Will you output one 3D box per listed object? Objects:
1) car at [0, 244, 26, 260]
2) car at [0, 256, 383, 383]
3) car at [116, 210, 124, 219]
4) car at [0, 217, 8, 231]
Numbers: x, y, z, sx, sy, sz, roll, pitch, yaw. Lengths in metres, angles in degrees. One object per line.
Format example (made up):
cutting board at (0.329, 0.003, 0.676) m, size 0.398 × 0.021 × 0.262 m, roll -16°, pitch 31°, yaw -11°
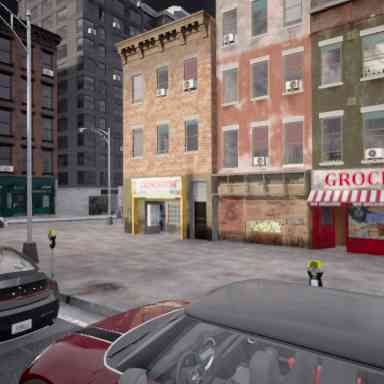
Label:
car at (-4.037, 1.553, 5.690) m, size 4.403 × 1.369 × 2.008 m, roll 0°, pitch 0°, yaw 35°
car at (0.447, 1.440, 2.499) m, size 4.097 × 1.590 × 1.967 m, roll 0°, pitch 0°, yaw 35°
car at (-6.085, 2.228, 35.594) m, size 1.994 × 1.385 × 4.181 m, roll -1°, pitch -2°, yaw 36°
car at (-13.647, 1.739, 20.023) m, size 1.812 × 1.442 × 4.674 m, roll -1°, pitch -2°, yaw 36°
